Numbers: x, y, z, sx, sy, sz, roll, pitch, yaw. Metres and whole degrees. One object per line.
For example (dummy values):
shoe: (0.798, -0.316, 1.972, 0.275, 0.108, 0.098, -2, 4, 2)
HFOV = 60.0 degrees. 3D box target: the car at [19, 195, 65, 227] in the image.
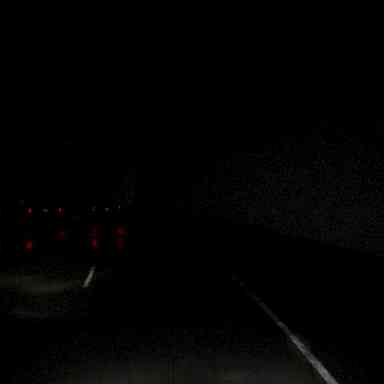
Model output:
car: (-9.301, 1.049, 20.629, 2.097, 1.767, 4.553, -1, 1, -29)

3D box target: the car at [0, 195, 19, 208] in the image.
car: (-19.530, 1.018, 36.599, 5.357, 1.411, 2.033, 1, 1, 34)

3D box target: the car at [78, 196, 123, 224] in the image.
car: (-6.119, 1.023, 21.891, 2.097, 1.767, 4.553, -1, 1, -28)
